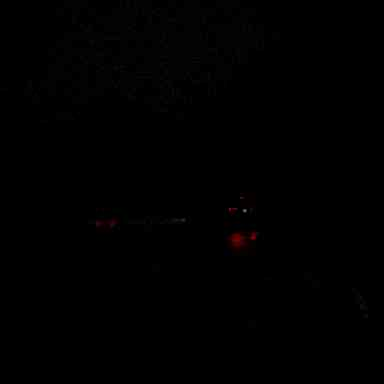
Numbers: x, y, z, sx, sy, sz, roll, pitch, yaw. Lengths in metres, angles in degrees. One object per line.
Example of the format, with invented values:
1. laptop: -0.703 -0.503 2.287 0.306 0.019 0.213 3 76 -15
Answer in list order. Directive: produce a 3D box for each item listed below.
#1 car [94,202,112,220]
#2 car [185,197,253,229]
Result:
1. car: -9.743 1.701 32.183 4.553 1.767 2.097 -1 -1 40
2. car: 1.760 1.371 23.316 2.150 2.045 5.566 0 -2 -37
